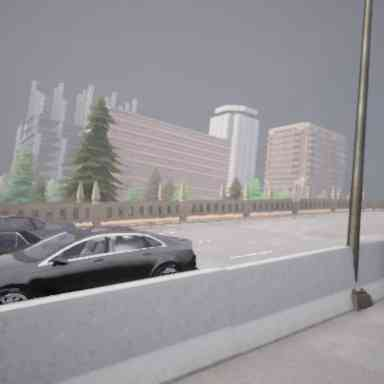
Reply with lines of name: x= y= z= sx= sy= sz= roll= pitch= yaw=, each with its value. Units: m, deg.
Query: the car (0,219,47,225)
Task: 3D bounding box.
car: x=-5.462 y=1.600 z=8.694 sx=4.718 sy=1.301 sz=1.895 roll=0 pitch=0 yaw=-36

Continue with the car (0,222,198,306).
car: x=-2.151 y=1.487 z=6.757 sx=4.902 sy=1.511 sz=2.128 roll=0 pitch=0 yaw=-36

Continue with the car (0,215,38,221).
car: x=-6.889 y=1.545 z=11.976 sx=5.357 sy=1.411 sz=2.033 roll=0 pitch=0 yaw=-36
